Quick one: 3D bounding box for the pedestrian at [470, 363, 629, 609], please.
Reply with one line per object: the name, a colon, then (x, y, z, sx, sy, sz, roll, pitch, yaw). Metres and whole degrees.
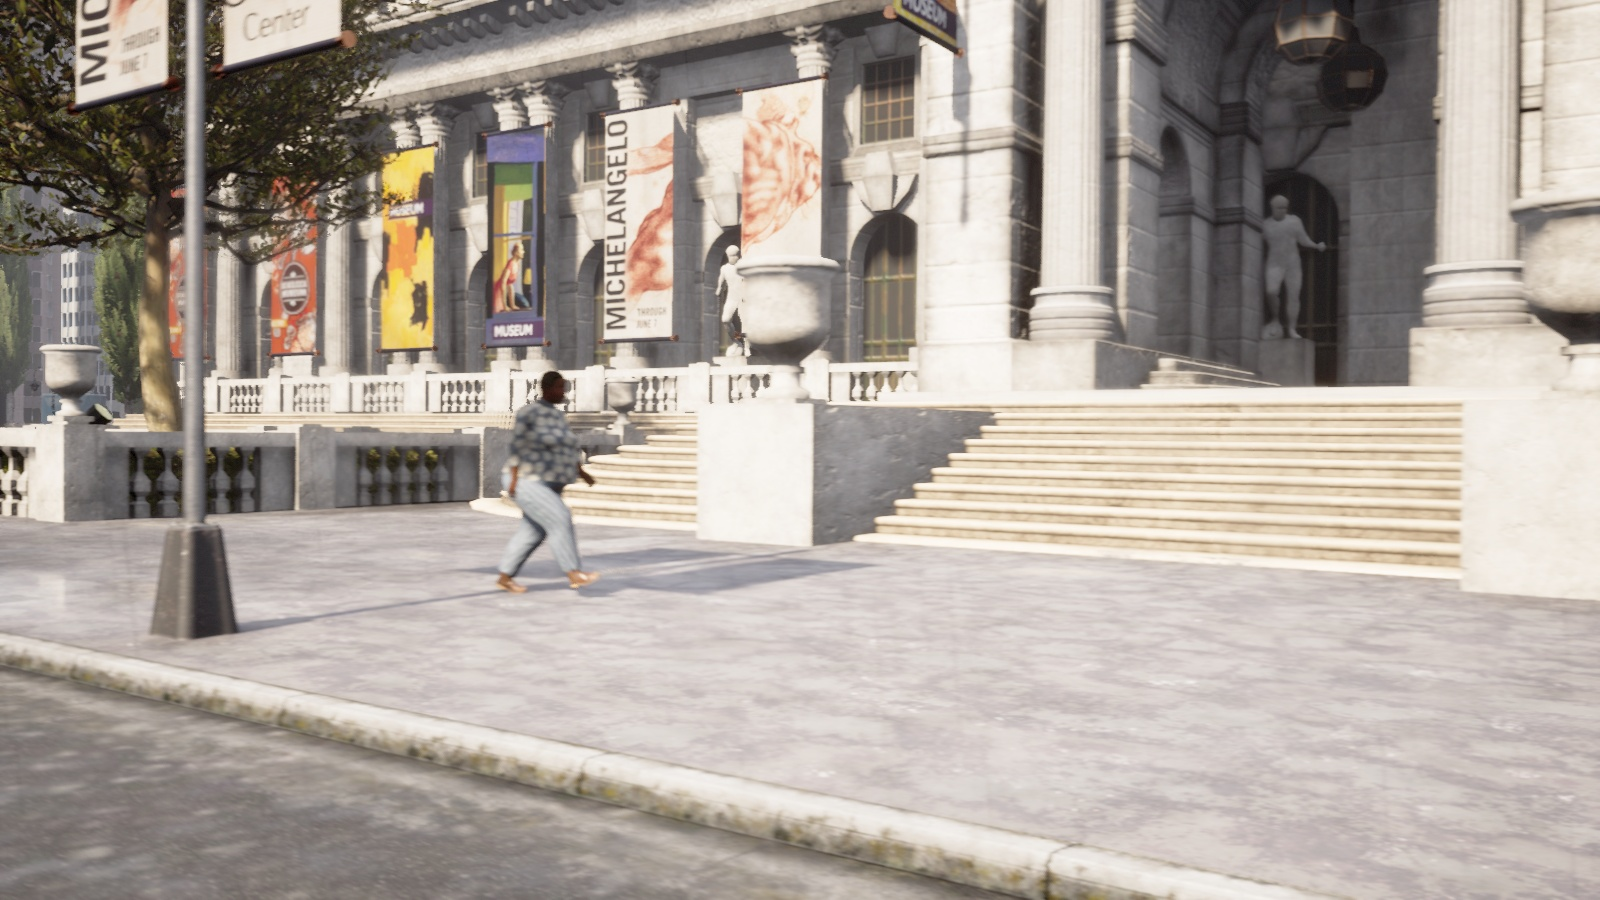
pedestrian: (-1.986, 0.269, 10.040, 0.900, 1.855, 0.874, 0, 1, 20)
